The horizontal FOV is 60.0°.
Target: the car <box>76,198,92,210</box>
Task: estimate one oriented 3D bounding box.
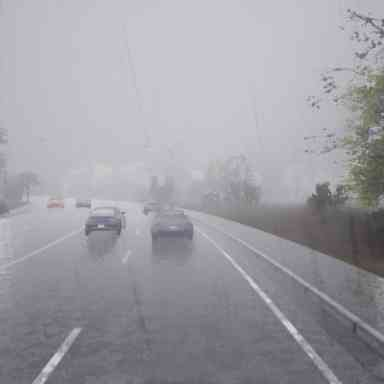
[{"bbox_3d":[-14.355,1.492,44.178,1.882,1.535,5.008,0,0,-18],"label":"car"}]

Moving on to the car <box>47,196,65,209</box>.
[{"bbox_3d":[-18.340,1.369,45.041,2.097,1.767,4.553,0,0,-19],"label":"car"}]

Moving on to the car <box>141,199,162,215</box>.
[{"bbox_3d":[-4.153,1.498,34.313,2.128,1.511,4.902,0,0,-13],"label":"car"}]

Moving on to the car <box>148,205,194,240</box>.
[{"bbox_3d":[-1.073,1.565,16.996,1.994,1.385,4.181,0,0,-6],"label":"car"}]

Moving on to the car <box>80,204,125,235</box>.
[{"bbox_3d":[-4.812,1.534,18.817,1.812,1.442,4.674,0,0,-7],"label":"car"}]
